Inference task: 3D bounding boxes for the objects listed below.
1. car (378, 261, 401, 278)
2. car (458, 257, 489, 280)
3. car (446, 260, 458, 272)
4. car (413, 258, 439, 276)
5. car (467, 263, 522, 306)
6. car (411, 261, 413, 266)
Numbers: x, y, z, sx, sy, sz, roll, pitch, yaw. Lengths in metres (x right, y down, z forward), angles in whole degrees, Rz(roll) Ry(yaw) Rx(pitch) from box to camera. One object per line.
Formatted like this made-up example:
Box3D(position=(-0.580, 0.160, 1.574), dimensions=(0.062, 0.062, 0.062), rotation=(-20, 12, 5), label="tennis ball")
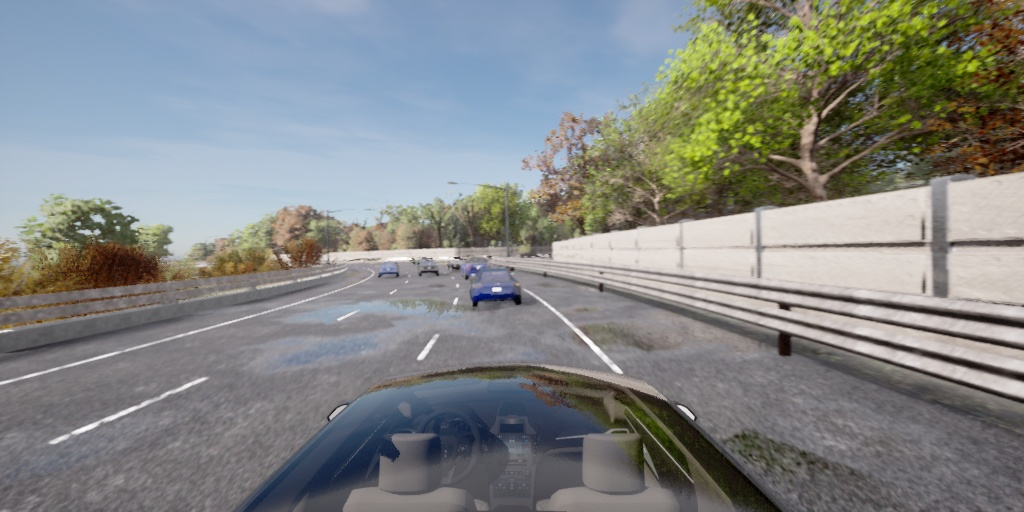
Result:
Box3D(position=(-11.569, 1.219, 33.893), dimensions=(2.033, 1.411, 5.357), rotation=(-2, 1, -17), label="car")
Box3D(position=(-2.891, 0.861, 28.746), dimensions=(2.097, 1.767, 4.553), rotation=(-2, 1, -12), label="car")
Box3D(position=(-6.138, 1.057, 39.986), dimensions=(1.895, 1.301, 4.718), rotation=(-2, 1, -19), label="car")
Box3D(position=(-8.100, 1.122, 34.498), dimensions=(2.033, 1.411, 5.357), rotation=(-2, 1, -16), label="car")
Box3D(position=(-0.750, 1.182, 15.068), dimensions=(1.994, 1.385, 4.181), rotation=(-2, 0, -6), label="car")
Box3D(position=(-15.512, 1.053, 60.320), dimensions=(1.895, 1.301, 4.718), rotation=(-2, 1, -30), label="car")
